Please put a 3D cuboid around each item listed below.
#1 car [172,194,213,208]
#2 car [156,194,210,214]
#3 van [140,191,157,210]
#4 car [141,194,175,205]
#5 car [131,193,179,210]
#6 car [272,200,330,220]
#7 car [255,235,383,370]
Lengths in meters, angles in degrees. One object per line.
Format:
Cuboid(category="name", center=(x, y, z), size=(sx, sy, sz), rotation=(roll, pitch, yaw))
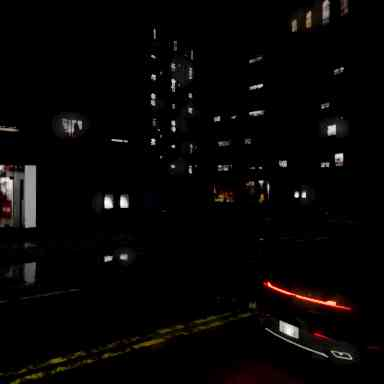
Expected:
Cuboid(category="car", center=(0.041, 1.045, 39.219), size=(4.403, 1.369, 2.008), rotation=(1, 0, 37))
Cuboid(category="car", center=(-0.614, 1.141, 29.221), size=(4.403, 1.369, 2.008), rotation=(1, 0, 37))
Cuboid(category="van", center=(-5.021, 0.820, 32.547), size=(3.998, 1.788, 1.690), rotation=(1, 0, 37))
Cuboid(category="car", center=(-4.373, 0.965, 42.543), size=(4.206, 1.307, 1.802), rotation=(1, 0, 37))
Cuboid(category="car", center=(-3.934, 0.949, 34.947), size=(5.008, 1.535, 1.882), rotation=(1, 1, 37))
Cuboid(category="car", center=(8.383, 1.346, 25.706), size=(4.181, 1.385, 1.994), rotation=(1, 1, 36))
Cuboid(category="car", center=(3.230, 1.508, 5.617), size=(4.892, 1.490, 1.837), rotation=(0, 0, -35))
